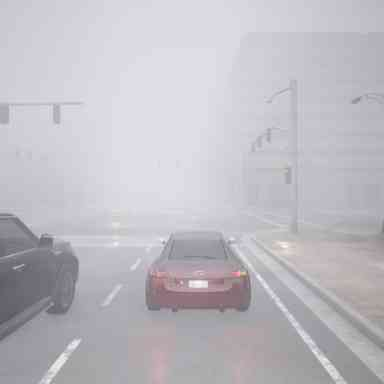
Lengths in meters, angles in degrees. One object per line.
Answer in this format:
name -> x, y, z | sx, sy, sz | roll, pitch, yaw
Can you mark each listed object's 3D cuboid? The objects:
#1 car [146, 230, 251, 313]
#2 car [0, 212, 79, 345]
car -> 0.115, 1.564, 7.761 | 1.994, 1.385, 4.181 | 0, 0, 0
car -> -3.395, 1.221, 4.436 | 2.150, 2.045, 5.566 | 0, 0, 1
